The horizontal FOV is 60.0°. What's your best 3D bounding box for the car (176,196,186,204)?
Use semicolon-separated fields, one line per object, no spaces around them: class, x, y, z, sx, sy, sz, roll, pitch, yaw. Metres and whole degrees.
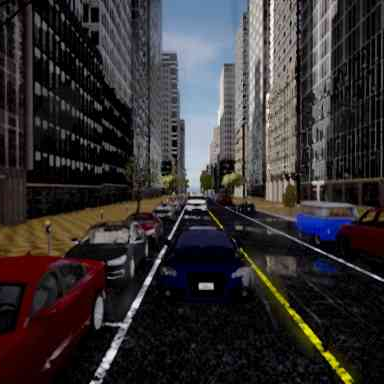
car;-2.128;1.571;66.353;1.752;1.417;4.829;-1;0;0

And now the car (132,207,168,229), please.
car;-2.292;1.593;15.370;1.802;1.307;4.206;-1;0;0

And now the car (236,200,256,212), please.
car;6.161;1.579;38.077;2.008;1.369;4.403;-1;0;0

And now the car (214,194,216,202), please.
car;6.250;1.362;66.496;2.192;1.841;5.009;-1;0;0

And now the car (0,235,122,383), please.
car;-2.329;1.547;4.003;1.887;1.381;4.507;-1;0;0

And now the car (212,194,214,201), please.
car;6.288;1.494;77.863;1.967;1.590;4.097;-1;0;0

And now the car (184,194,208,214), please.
car;0.476;1.248;36.713;2.150;2.045;5.566;0;0;0

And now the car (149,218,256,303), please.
car;0.288;1.570;8.170;1.994;1.385;4.181;0;0;1

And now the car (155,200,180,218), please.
car;-2.256;1.570;26.737;2.008;1.369;4.403;-1;0;0

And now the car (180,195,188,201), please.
car;-2.055;1.609;89.257;2.008;1.369;4.403;-1;0;0

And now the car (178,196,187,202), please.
car;-2.092;1.618;77.890;1.947;1.339;4.313;-1;0;0

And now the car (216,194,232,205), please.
car;6.232;1.359;60.812;2.192;1.841;5.009;-1;0;0

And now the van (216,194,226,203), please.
van;6.269;1.392;72.180;1.690;1.788;3.998;-1;0;0

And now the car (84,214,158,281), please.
car;-2.311;1.558;9.686;2.008;1.369;4.403;-1;0;0

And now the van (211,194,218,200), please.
van;6.342;1.403;94.914;1.690;1.788;3.998;-1;0;0

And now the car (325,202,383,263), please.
car;6.068;1.323;9.660;2.192;1.841;5.009;-1;0;0

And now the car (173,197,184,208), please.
car;-2.219;1.578;38.104;2.008;1.369;4.403;-1;0;0

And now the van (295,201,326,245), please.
van;6.086;1.354;15.343;1.690;1.788;3.998;-1;0;0
